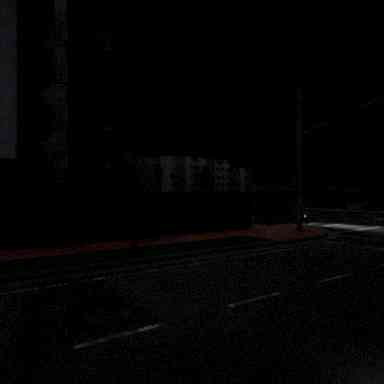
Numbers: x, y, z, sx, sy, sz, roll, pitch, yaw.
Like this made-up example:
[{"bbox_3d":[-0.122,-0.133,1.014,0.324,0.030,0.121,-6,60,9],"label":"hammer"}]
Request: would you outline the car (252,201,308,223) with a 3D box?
[{"bbox_3d":[6.727,1.486,26.027,2.128,1.511,4.902,0,0,-36],"label":"car"}]
